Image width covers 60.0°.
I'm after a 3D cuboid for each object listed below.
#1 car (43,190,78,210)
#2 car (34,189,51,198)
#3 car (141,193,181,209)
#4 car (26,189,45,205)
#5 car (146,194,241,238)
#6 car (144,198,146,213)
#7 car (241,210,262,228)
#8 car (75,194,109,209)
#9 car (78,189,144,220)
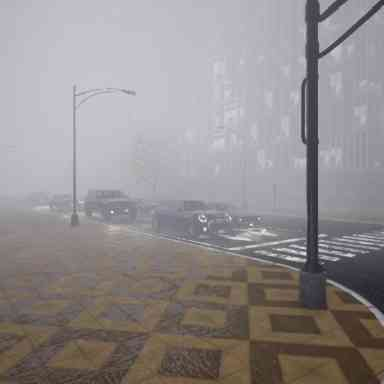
[{"bbox_3d":[-12.367,0.900,32.082,2.128,1.511,4.902,0,1,-38],"label":"car"},{"bbox_3d":[-28.616,0.236,63.588,1.882,1.535,5.008,0,1,-38],"label":"car"},{"bbox_3d":[-3.561,0.919,36.965,2.128,1.511,4.902,0,1,-38],"label":"car"},{"bbox_3d":[-18.740,0.710,40.255,2.128,1.511,4.902,0,1,-37],"label":"car"},{"bbox_3d":[-0.074,1.124,16.496,2.097,1.767,4.553,0,1,-38],"label":"car"},{"bbox_3d":[-4.394,1.166,27.207,1.895,1.301,4.718,0,1,-38],"label":"car"},{"bbox_3d":[1.586,1.289,19.691,2.033,1.411,5.357,0,1,-36],"label":"car"},{"bbox_3d":[-10.603,0.945,35.101,1.994,1.385,4.181,0,1,-38],"label":"car"},{"bbox_3d":[-5.979,0.819,23.968,2.150,2.045,5.566,0,1,-38],"label":"car"}]
